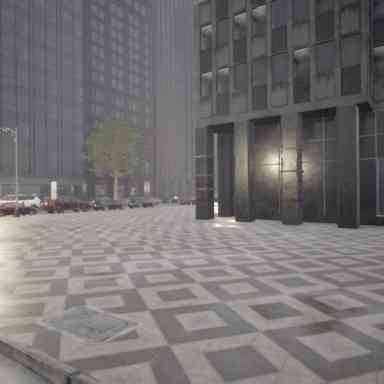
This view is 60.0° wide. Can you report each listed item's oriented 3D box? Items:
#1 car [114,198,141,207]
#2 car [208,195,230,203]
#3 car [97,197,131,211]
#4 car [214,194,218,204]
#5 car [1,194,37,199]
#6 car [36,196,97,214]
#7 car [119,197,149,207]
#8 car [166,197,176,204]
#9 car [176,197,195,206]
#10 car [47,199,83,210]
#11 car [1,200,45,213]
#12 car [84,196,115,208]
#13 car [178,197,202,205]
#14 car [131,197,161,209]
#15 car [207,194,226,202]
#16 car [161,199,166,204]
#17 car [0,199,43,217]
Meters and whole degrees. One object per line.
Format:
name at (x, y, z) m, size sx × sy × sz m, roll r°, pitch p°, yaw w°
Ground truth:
car at (-10.326, 1.612, 53.327) m, size 1.802 × 1.307 × 4.206 m, roll -1°, pitch 0°, yaw 35°
car at (5.368, 1.416, 65.565) m, size 2.128 × 1.511 × 4.902 m, roll -1°, pitch 0°, yaw 35°
car at (-9.729, 1.524, 39.199) m, size 1.947 × 1.339 × 4.313 m, roll -1°, pitch 0°, yaw 35°
car at (3.093, 1.222, 57.754) m, size 2.192 × 1.841 × 5.009 m, roll -1°, pitch 0°, yaw 35°
car at (-19.163, 1.272, 35.701) m, size 2.150 × 2.045 × 5.566 m, roll -1°, pitch 0°, yaw 35°
car at (-12.937, 1.289, 34.561) m, size 2.192 × 1.841 × 5.009 m, roll -1°, pitch 0°, yaw 35°
car at (-8.798, 1.526, 50.660) m, size 1.812 × 1.442 × 4.674 m, roll -1°, pitch -1°, yaw 35°
car at (-3.913, 1.574, 62.606) m, size 1.947 × 1.339 × 4.313 m, roll -1°, pitch 0°, yaw 35°
car at (-0.111, 1.462, 53.114) m, size 1.887 × 1.381 × 4.507 m, roll -1°, pitch 0°, yaw 35°
car at (-16.739, 1.641, 44.049) m, size 1.802 × 1.307 × 4.206 m, roll -1°, pitch 0°, yaw 35°
car at (-19.945, 1.641, 39.410) m, size 1.947 × 1.339 × 4.313 m, roll -1°, pitch 0°, yaw 35°
car at (-13.534, 1.483, 48.688) m, size 1.967 × 1.590 × 4.097 m, roll -1°, pitch 0°, yaw 35°
car at (-0.304, 1.505, 57.345) m, size 1.994 × 1.385 × 4.181 m, roll -1°, pitch 0°, yaw 34°
car at (-6.523, 1.508, 43.836) m, size 1.947 × 1.339 × 4.313 m, roll -1°, pitch 0°, yaw 35°
car at (5.705, 1.296, 76.524) m, size 2.192 × 1.841 × 5.009 m, roll -1°, pitch 0°, yaw 35°
car at (-7.217, 1.544, 57.826) m, size 1.752 × 1.417 × 4.829 m, roll -1°, pitch 0°, yaw 35°
car at (-16.141, 1.576, 29.921) m, size 1.802 × 1.307 × 4.206 m, roll -1°, pitch 0°, yaw 35°
